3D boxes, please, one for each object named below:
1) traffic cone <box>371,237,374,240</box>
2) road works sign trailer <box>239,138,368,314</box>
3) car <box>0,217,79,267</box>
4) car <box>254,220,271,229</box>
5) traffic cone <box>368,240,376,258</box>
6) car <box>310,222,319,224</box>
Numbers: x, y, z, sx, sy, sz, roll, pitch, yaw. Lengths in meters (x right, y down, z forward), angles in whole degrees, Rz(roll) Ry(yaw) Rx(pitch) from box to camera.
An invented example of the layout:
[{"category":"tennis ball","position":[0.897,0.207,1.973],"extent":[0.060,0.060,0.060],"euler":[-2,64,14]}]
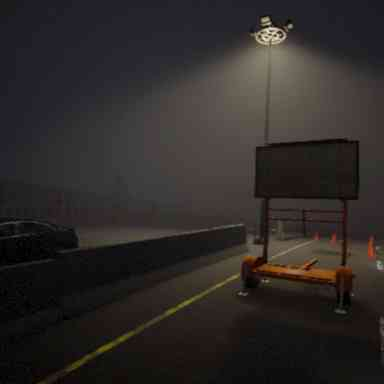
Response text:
[{"category":"traffic cone","position":[8.327,2.504,15.402],"extent":[0.340,0.580,0.340],"euler":[1,-3,29]},{"category":"road works sign trailer","position":[2.764,0.566,8.126],"extent":[2.380,3.560,2.880],"euler":[1,-1,32]},{"category":"car","position":[-5.211,1.431,8.576],"extent":[2.128,1.511,4.902],"euler":[1,-1,29]},{"category":"car","position":[11.410,5.177,53.359],"extent":[1.812,1.442,4.674],"euler":[1,-5,29]},{"category":"traffic cone","position":[7.368,2.383,13.655],"extent":[0.340,0.580,0.340],"euler":[1,-3,29]},{"category":"car","position":[19.838,5.697,54.127],"extent":[1.837,1.490,4.892],"euler":[1,-5,29]}]
